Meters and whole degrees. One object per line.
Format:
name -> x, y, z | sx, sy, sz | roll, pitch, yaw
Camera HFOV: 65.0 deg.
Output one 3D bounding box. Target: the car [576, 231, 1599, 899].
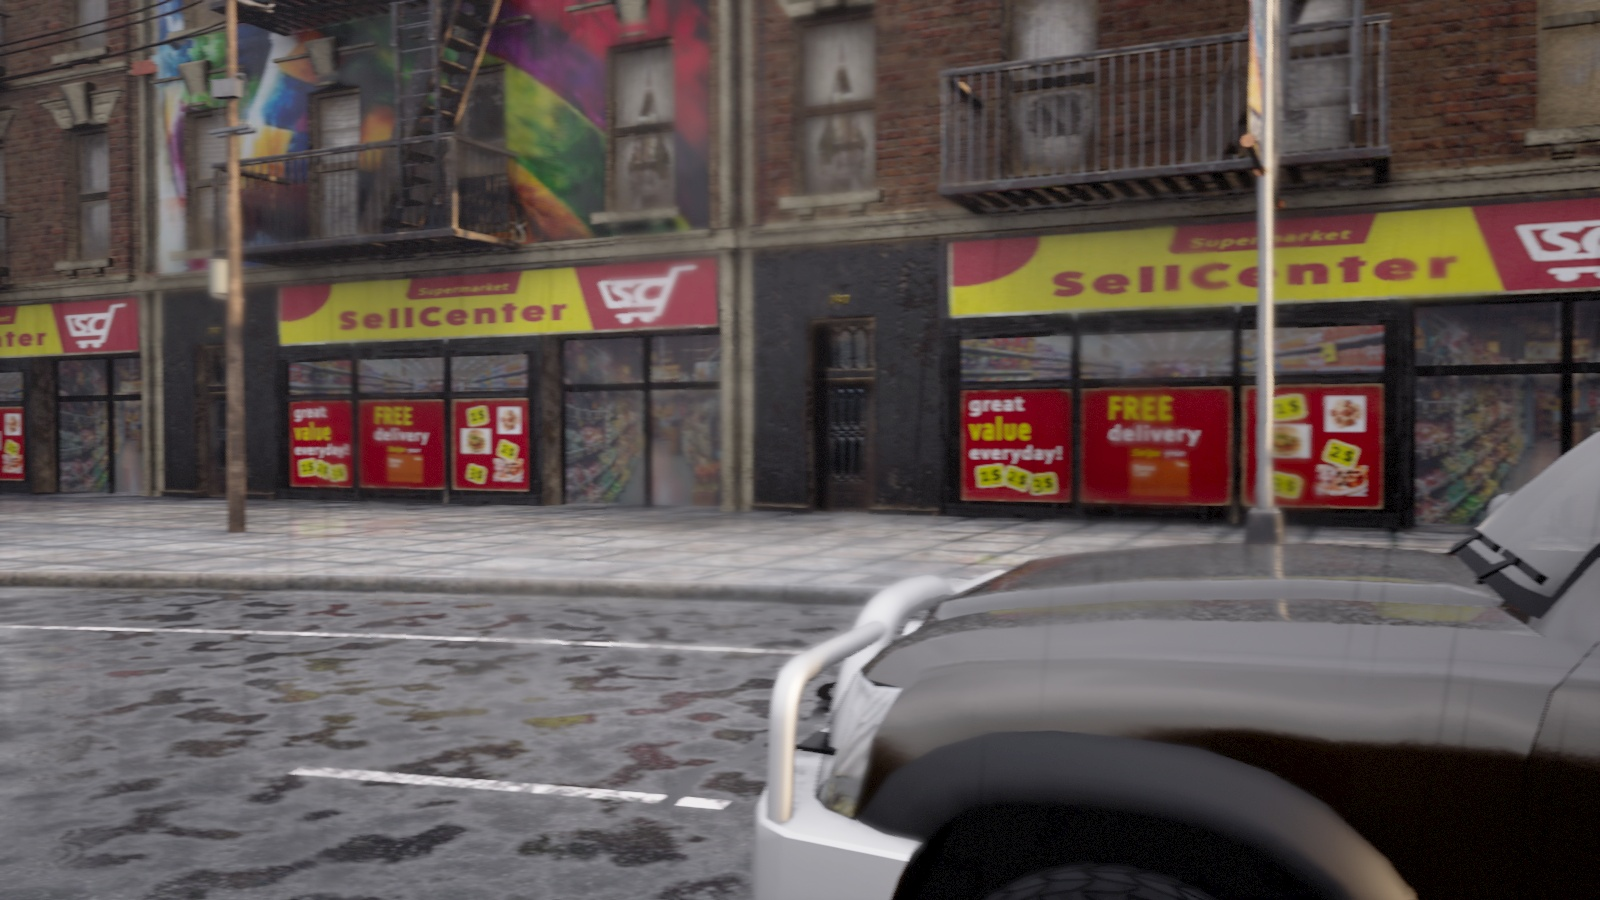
car -> 2.056, 0.607, 2.486 | 4.605, 1.855, 1.932 | 1, 1, 22
